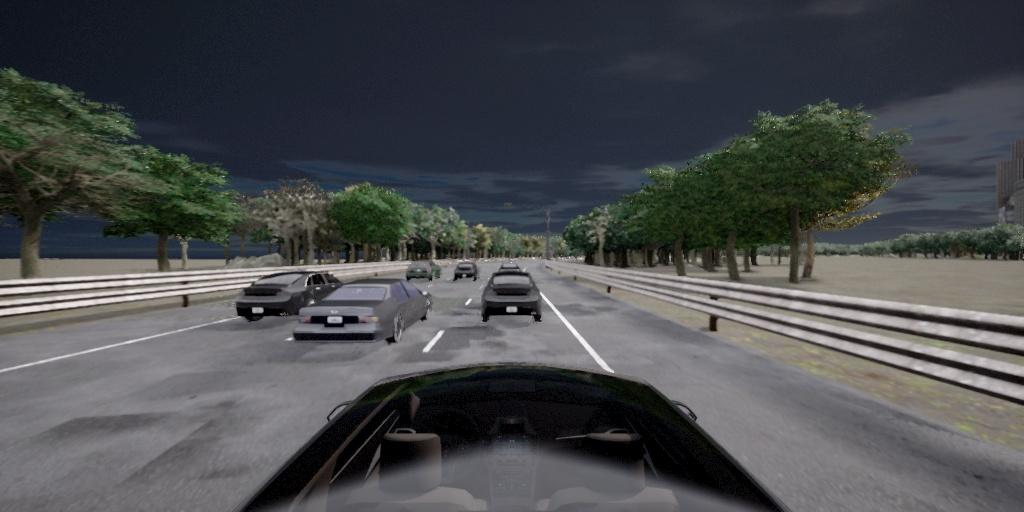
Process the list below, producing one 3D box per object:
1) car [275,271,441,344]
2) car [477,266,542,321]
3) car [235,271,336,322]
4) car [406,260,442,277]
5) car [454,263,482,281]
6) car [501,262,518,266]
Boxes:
[{"bbox_3d":[-3.496,1.300,9.534,2.033,1.411,5.357,0,0,-1],"label":"car"},{"bbox_3d":[-0.028,1.269,12.535,1.837,1.490,4.892,0,0,-1],"label":"car"},{"bbox_3d":[-7.022,1.253,12.288,1.837,1.490,4.892,0,0,-1],"label":"car"},{"bbox_3d":[-7.186,1.121,29.641,2.097,1.767,4.553,0,0,0],"label":"car"},{"bbox_3d":[-3.691,1.281,30.056,1.837,1.490,4.892,0,0,0],"label":"car"},{"bbox_3d":[-0.191,1.275,29.931,2.128,1.511,4.902,0,0,0],"label":"car"}]
